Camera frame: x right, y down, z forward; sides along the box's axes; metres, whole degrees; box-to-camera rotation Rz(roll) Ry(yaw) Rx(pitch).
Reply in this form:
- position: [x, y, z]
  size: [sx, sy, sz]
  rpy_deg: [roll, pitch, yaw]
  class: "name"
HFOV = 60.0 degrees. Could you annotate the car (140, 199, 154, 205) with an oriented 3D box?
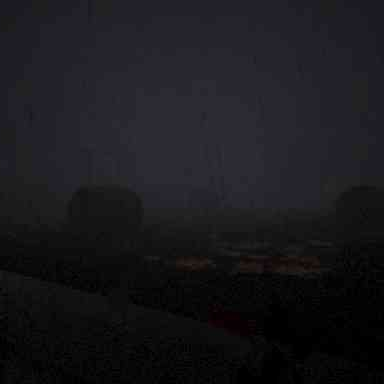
- position: [-8.647, 1.991, 57.781]
  size: [1.837, 1.490, 4.892]
  rpy_deg: [-1, -1, 33]
  class: "car"
